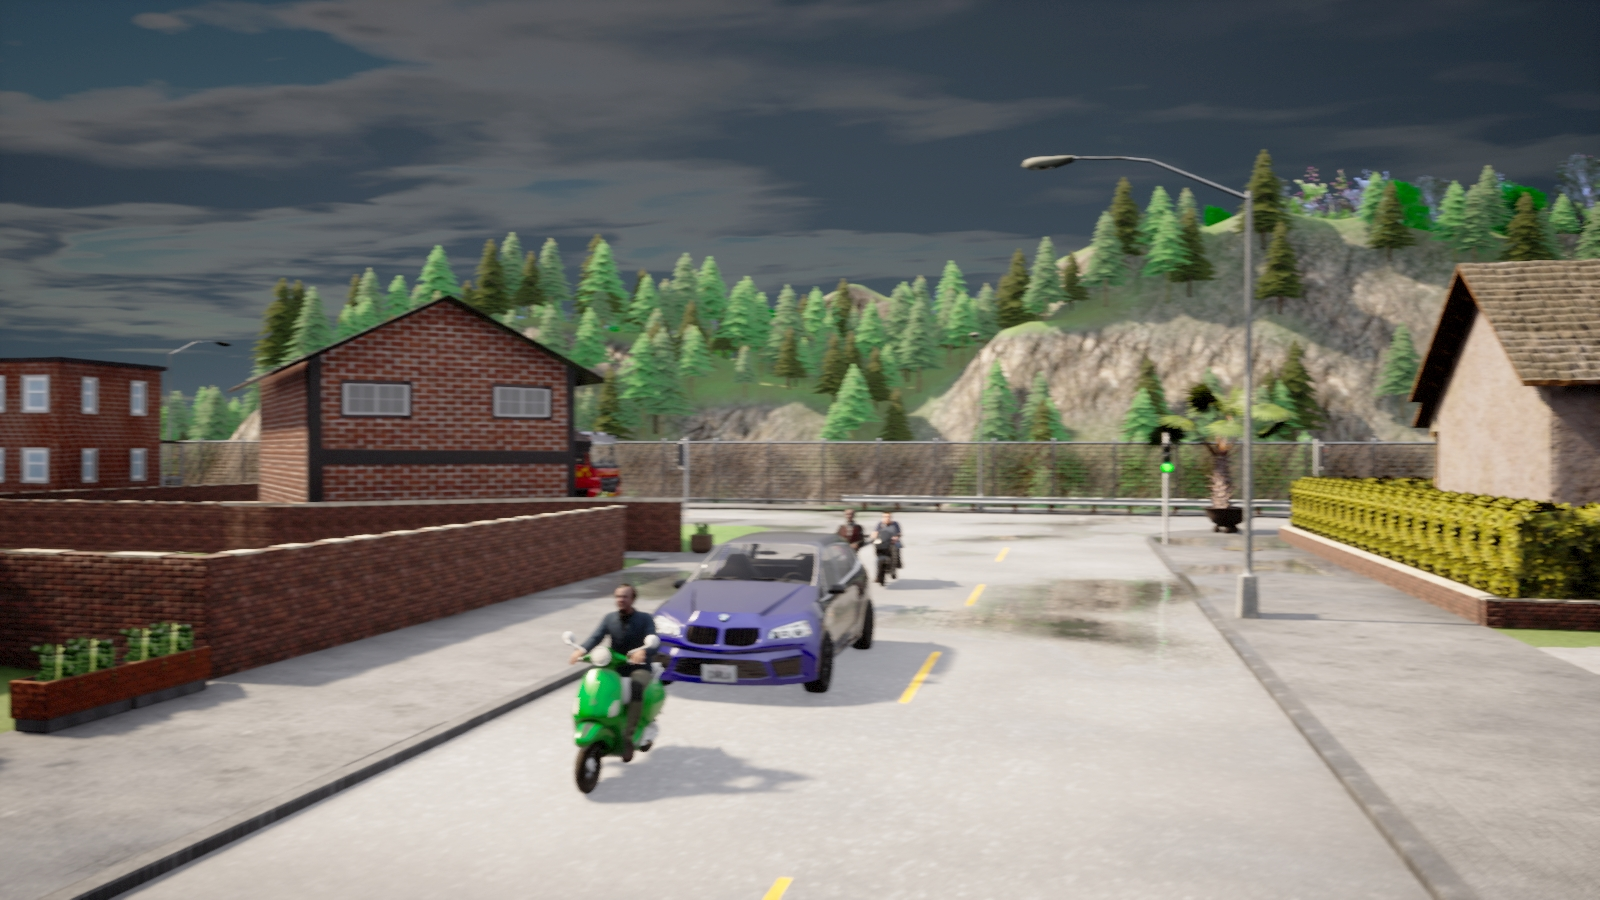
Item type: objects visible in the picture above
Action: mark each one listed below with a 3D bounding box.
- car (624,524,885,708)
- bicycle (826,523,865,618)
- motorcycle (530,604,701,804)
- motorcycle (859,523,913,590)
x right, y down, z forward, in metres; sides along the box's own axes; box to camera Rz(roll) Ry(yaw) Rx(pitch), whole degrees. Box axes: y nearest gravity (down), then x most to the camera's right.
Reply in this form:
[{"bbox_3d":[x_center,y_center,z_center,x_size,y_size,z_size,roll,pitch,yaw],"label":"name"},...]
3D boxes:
[{"bbox_3d":[-0.370,1.967,14.897,2.242,1.667,4.611,0,0,13],"label":"car"},{"bbox_3d":[0.811,2.062,19.979,0.329,1.471,1.835,0,0,13],"label":"bicycle"},{"bbox_3d":[-1.555,2.138,9.989,0.856,1.316,1.805,0,0,13],"label":"motorcycle"},{"bbox_3d":[1.828,2.191,23.943,0.803,1.199,2.033,0,0,14],"label":"motorcycle"}]
